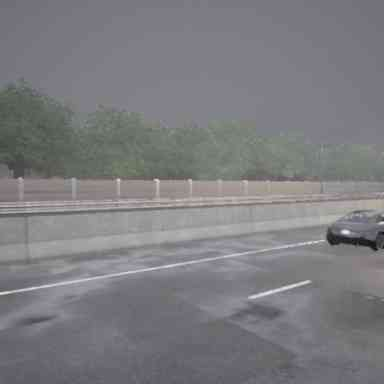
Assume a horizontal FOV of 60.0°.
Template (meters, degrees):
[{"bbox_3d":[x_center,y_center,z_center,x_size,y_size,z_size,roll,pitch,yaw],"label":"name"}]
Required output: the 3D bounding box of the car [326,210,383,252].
[{"bbox_3d":[7.257,1.408,13.290,4.181,1.385,1.994,-1,1,-35],"label":"car"}]
